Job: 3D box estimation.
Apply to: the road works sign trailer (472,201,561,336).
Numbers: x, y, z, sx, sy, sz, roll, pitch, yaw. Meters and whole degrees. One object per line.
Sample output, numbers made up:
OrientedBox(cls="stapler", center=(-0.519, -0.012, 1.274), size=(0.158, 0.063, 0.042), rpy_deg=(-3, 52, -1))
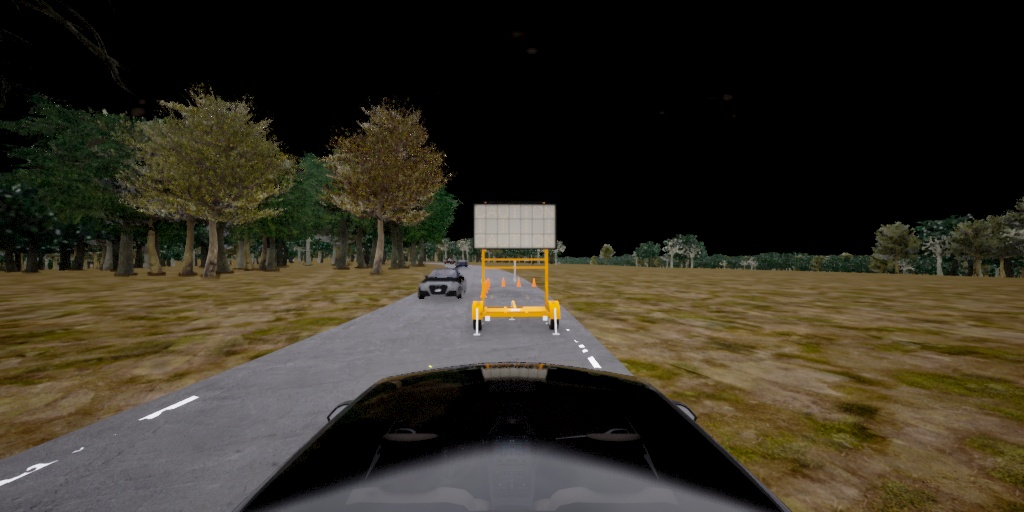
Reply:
OrientedBox(cls="road works sign trailer", center=(0.079, 0.214, 10.447), size=(2.380, 3.560, 2.880), rpy_deg=(0, 0, -2))

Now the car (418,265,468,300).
OrientedBox(cls="car", center=(-3.306, 1.314, 17.683), size=(1.994, 1.385, 4.181), rpy_deg=(0, 0, -2))

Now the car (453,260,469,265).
OrientedBox(cls="car", center=(-8.426, 1.312, 60.604), size=(2.033, 1.411, 5.357), rpy_deg=(0, 0, -11))
